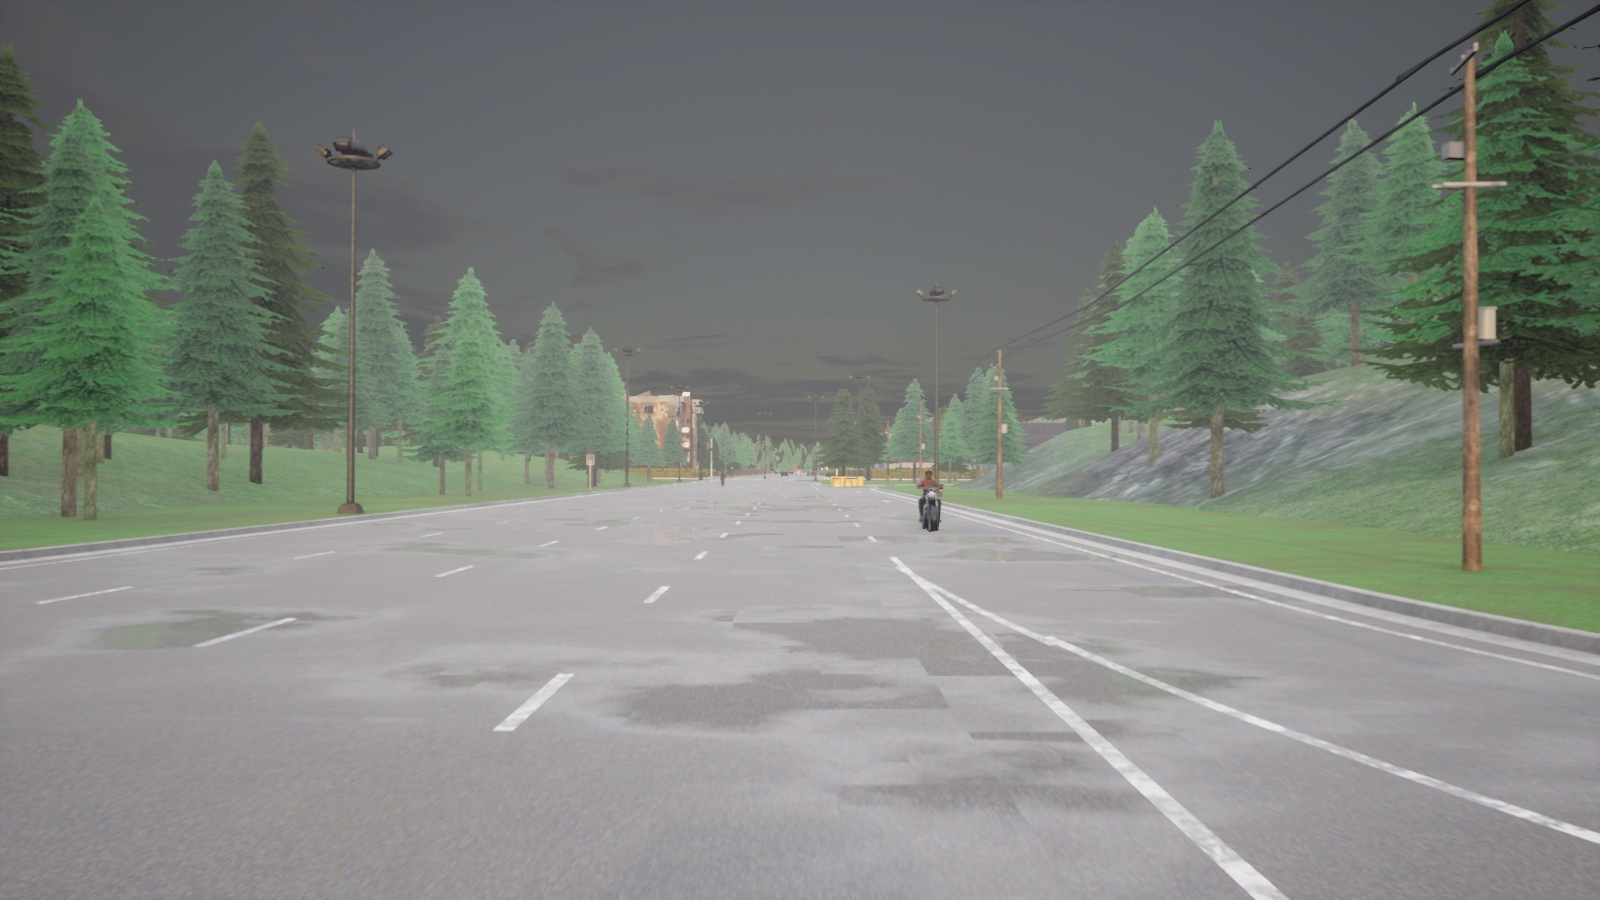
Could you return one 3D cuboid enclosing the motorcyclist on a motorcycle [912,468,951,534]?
[{"bbox_3d":[3.420,1.302,32.896,0.766,1.649,2.350,0,-1,0],"label":"motorcyclist on a motorcycle"}]
